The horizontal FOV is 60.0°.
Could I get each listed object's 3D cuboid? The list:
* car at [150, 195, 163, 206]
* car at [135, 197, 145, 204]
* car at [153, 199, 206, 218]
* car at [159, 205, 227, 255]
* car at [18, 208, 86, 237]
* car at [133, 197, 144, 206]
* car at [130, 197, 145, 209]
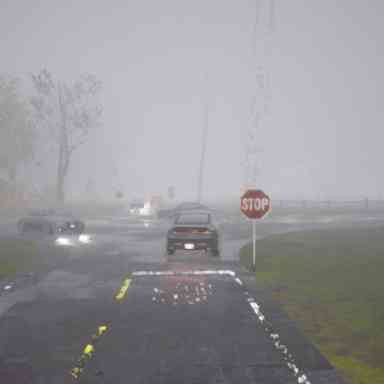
[{"bbox_3d":[-5.789,1.347,54.537,2.097,1.767,4.553,0,0,-8],"label":"car"},{"bbox_3d":[-10.351,1.602,66.312,1.895,1.301,4.718,0,0,-8],"label":"car"},{"bbox_3d":[-0.527,1.489,26.366,4.674,1.442,1.812,0,0,-4],"label":"car"},{"bbox_3d":[0.264,1.498,13.257,1.837,1.490,4.892,0,0,8],"label":"car"},{"bbox_3d":[-7.729,1.593,18.290,4.181,1.385,1.994,-1,-1,36],"label":"car"},{"bbox_3d":[-8.903,1.522,55.599,1.812,1.442,4.674,0,0,-8],"label":"car"},{"bbox_3d":[-7.519,1.541,45.840,2.033,1.411,5.357,0,0,-8],"label":"car"}]
